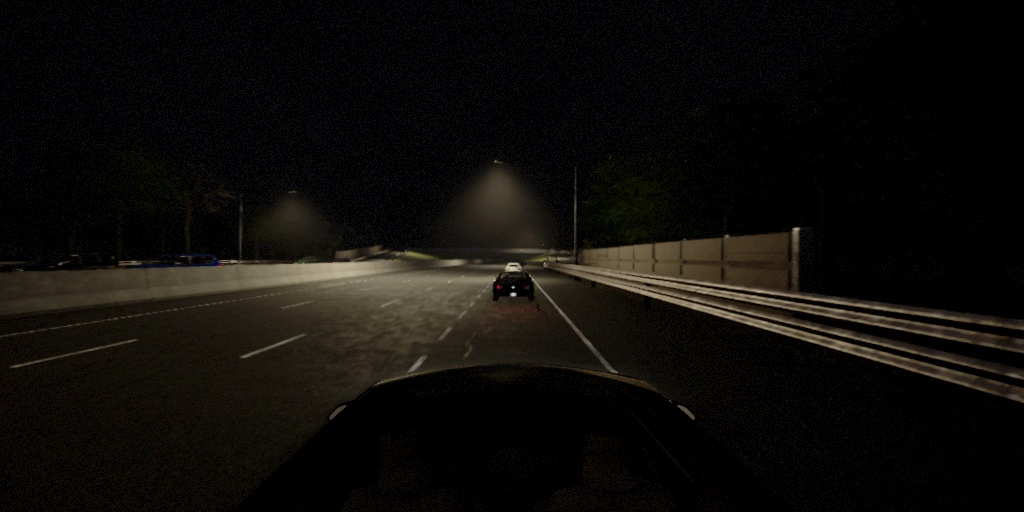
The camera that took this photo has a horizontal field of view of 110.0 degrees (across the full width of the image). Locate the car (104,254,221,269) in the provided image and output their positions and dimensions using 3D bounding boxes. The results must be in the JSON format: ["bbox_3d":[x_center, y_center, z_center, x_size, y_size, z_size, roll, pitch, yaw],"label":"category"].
[{"bbox_3d":[-20.992,0.891,22.312,2.150,2.045,5.566,0,0,0],"label":"car"}]

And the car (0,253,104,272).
[{"bbox_3d":[-27.990,0.838,22.433,2.150,2.045,5.566,0,0,0],"label":"car"}]

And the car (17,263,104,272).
[{"bbox_3d":[-24.506,1.236,20.915,1.895,1.301,4.718,0,0,0],"label":"car"}]

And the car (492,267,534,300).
[{"bbox_3d":[0.071,1.414,17.968,1.895,1.301,4.718,0,0,0],"label":"car"}]

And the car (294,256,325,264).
[{"bbox_3d":[-31.230,1.069,55.435,2.150,2.045,5.566,0,0,0],"label":"car"}]

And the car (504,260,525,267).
[{"bbox_3d":[0.178,1.459,38.202,1.812,1.442,4.674,0,0,0],"label":"car"}]
